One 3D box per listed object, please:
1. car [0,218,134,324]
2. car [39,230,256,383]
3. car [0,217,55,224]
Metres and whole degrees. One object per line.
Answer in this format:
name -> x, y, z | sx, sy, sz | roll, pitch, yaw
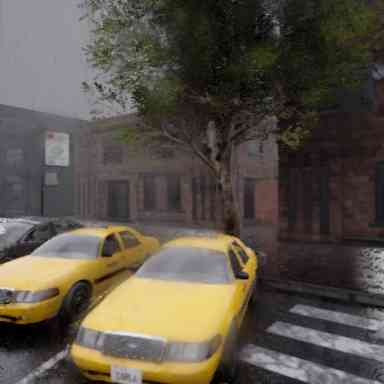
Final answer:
car -> -2.358, 1.494, 7.561 | 1.946, 1.575, 5.366 | 0, -1, 16
car -> 0.085, 1.487, 5.816 | 1.946, 1.575, 5.366 | 0, -1, 16
car -> -4.744, 1.508, 9.493 | 2.231, 1.521, 4.892 | 0, -1, 16
